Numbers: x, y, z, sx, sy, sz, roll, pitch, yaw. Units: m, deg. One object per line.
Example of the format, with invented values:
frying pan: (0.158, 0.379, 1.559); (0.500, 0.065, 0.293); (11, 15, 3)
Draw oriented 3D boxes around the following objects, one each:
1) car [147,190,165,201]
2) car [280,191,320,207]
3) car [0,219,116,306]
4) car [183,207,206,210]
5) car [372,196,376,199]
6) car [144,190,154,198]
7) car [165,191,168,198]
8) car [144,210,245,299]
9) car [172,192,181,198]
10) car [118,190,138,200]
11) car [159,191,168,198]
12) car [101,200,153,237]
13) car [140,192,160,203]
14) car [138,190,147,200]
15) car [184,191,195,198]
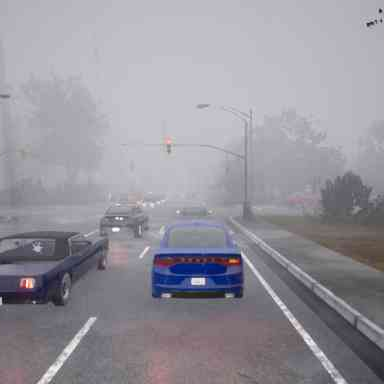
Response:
car: (-6.968, 0.957, 64.206); (1.882, 1.535, 5.008); (0, 1, 0)
car: (14.181, 0.895, 42.792); (5.566, 2.045, 2.150); (0, 1, -6)
car: (-3.388, 1.573, 7.931); (1.895, 1.301, 4.718); (0, 0, 0)
car: (0.125, 1.459, 17.459); (1.994, 1.385, 4.181); (0, 0, 0)
car: (24.095, 1.233, 43.302); (4.181, 1.385, 1.994); (0, 1, -3)
car: (-10.796, 0.446, 84.166); (2.150, 2.045, 5.566); (0, 1, -3)
car: (-6.988, 0.958, 74.231); (1.895, 1.301, 4.718); (0, 1, -1)
car: (0.113, 1.446, 8.477); (1.882, 1.535, 5.008); (0, 0, 0)
car: (-3.861, 0.742, 85.548); (2.033, 1.411, 5.357); (0, 1, -4)
car: (-10.539, 0.931, 53.788); (2.097, 1.767, 4.553); (0, 0, 1)
car: (-7.306, 0.572, 84.465); (2.097, 1.767, 4.553); (0, 1, -3)
car: (-3.374, 1.402, 17.182); (1.837, 1.490, 4.892); (0, 0, 0)
car: (-7.009, 1.128, 55.398); (1.994, 1.385, 4.181); (0, 1, 0)
car: (-10.466, 0.710, 63.371); (2.150, 2.045, 5.566); (0, 1, 0)
car: (-0.274, 0.584, 83.868); (2.097, 1.767, 4.553); (0, 1, -3)
